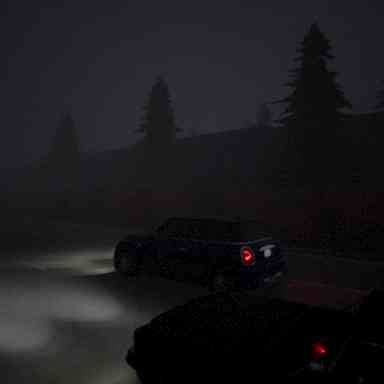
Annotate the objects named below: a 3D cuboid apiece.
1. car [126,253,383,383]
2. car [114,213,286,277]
[{"bbox_3d":[1.638,1.611,2.866,4.718,1.301,1.895,0,0,36],"label":"car"},{"bbox_3d":[0.014,1.373,8.668,4.553,1.767,2.097,0,0,38],"label":"car"}]
